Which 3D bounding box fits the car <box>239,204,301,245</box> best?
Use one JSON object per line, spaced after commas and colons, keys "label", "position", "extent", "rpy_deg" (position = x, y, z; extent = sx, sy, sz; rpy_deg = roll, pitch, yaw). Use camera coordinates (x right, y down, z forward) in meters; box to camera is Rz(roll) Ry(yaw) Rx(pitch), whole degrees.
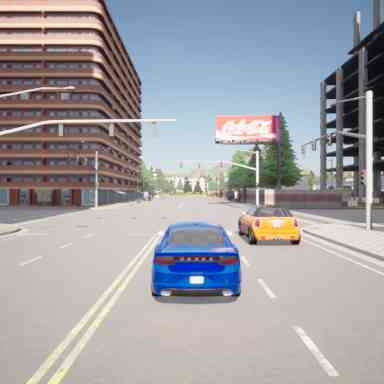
{"label": "car", "position": [3.473, 1.352, 15.728], "extent": [2.097, 1.767, 4.553], "rpy_deg": [0, 0, 0]}

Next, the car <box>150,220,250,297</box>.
{"label": "car", "position": [0.085, 1.478, 8.639], "extent": [1.882, 1.535, 5.008], "rpy_deg": [0, 0, 0]}
